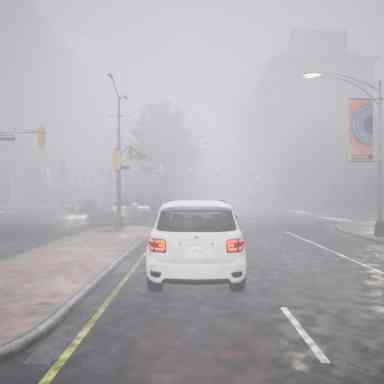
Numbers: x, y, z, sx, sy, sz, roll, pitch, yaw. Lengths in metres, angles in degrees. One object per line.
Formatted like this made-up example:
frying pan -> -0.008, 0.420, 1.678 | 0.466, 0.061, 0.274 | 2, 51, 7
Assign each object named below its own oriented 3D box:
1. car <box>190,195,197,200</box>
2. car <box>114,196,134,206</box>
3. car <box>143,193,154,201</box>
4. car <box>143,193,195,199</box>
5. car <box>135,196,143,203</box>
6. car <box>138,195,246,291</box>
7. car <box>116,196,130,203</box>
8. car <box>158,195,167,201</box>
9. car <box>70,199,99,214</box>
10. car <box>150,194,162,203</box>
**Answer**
car -> 0.370, 1.495, 90.230 | 1.837, 1.490, 4.892 | 0, 0, 0
car -> -11.455, 1.601, 54.702 | 1.895, 1.301, 4.718 | 0, 0, 2
car -> -11.152, 1.225, 85.089 | 2.150, 2.045, 5.566 | 0, 0, 0
car -> -2.610, 1.221, 37.920 | 5.566, 2.045, 2.150 | 0, 1, 42
car -> -7.855, 1.491, 56.530 | 2.128, 1.511, 4.902 | 0, 0, 0
car -> 0.108, 1.221, 9.121 | 2.150, 2.045, 5.566 | 0, 0, 1
car -> -14.464, 1.595, 69.844 | 1.895, 1.301, 4.718 | 0, 0, 0
car -> -7.647, 1.524, 86.200 | 1.812, 1.442, 4.674 | 0, 0, 0
car -> -11.457, 1.491, 35.642 | 2.128, 1.511, 4.902 | 0, 0, 0
car -> -7.708, 1.355, 71.491 | 2.097, 1.767, 4.553 | 0, 0, 0
